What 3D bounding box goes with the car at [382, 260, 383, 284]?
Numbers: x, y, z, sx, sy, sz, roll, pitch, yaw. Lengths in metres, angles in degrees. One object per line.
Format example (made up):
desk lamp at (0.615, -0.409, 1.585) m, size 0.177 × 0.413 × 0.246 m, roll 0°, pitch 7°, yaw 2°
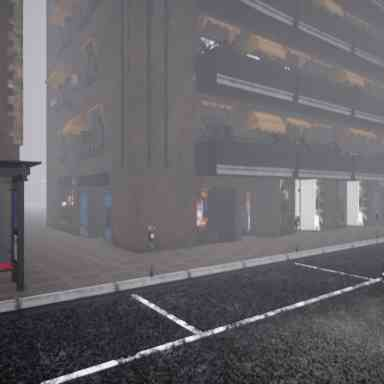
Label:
car at (6.413, 1.484, 7.950) m, size 4.902 × 1.511 × 2.128 m, roll 0°, pitch 0°, yaw -35°
